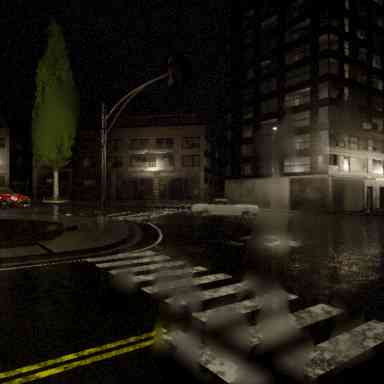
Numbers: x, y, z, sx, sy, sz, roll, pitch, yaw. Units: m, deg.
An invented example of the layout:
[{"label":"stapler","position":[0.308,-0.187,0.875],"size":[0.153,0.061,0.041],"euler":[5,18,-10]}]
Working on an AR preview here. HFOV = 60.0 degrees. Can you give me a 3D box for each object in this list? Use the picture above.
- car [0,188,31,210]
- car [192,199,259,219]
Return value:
[{"label":"car","position":[-15.610,0.469,27.244],"size":[4.553,1.767,2.097],"euler":[1,0,11]},{"label":"car","position":[2.438,1.175,23.910],"size":[4.718,1.301,1.895],"euler":[2,0,8]}]
